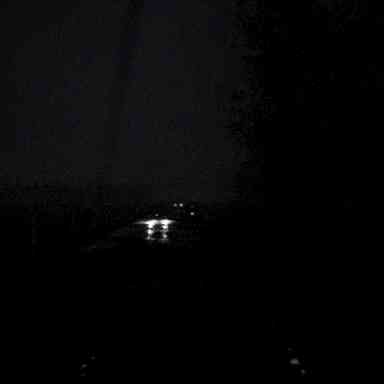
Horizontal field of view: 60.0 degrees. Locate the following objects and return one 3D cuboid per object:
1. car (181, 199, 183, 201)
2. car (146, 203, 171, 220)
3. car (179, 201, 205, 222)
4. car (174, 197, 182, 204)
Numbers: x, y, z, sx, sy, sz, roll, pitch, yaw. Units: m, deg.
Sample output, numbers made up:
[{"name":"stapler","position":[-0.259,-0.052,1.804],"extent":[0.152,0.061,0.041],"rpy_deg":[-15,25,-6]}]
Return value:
[{"name":"car","position":[0.021,1.742,39.671],"extent":[2.033,1.411,5.357],"rpy_deg":[0,0,0]},{"name":"car","position":[-2.908,1.710,29.581],"extent":[1.994,1.385,4.181],"rpy_deg":[0,0,0]},{"name":"car","position":[0.040,1.703,28.263],"extent":[1.994,1.385,4.181],"rpy_deg":[0,0,0]},{"name":"car","position":[-2.896,1.880,71.907],"extent":[2.033,1.411,5.357],"rpy_deg":[0,0,0]}]
